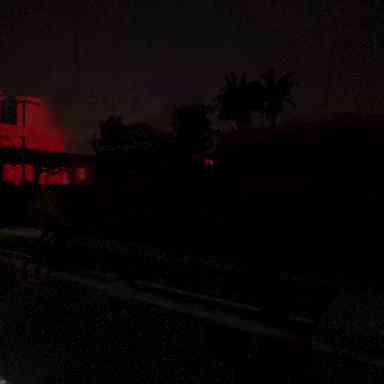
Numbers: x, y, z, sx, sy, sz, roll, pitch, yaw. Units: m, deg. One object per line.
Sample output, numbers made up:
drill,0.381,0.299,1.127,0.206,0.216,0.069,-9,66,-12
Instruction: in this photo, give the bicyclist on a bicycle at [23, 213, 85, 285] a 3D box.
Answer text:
bicyclist on a bicycle,-3.315,1.313,8.051,0.582,1.620,1.656,1,5,36
